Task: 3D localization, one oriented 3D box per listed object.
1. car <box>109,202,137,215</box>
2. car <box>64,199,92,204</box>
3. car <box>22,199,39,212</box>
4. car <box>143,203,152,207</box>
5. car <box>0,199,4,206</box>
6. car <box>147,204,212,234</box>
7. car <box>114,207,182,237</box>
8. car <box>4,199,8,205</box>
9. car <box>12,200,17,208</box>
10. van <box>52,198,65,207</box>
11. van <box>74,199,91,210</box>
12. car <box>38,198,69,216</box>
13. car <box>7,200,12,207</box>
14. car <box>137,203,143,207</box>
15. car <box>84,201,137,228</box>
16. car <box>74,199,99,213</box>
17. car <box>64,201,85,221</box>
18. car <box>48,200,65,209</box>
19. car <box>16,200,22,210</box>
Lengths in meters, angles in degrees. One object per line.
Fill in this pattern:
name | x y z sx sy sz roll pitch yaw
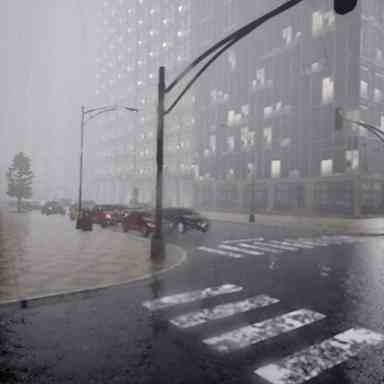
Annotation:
car | -8.925 2.093 42.659 1.752 1.417 4.829 1 -1 -35
car | -12.388 1.896 37.551 2.128 1.511 4.902 2 -2 -35
car | -22.212 2.021 47.024 2.008 1.369 4.403 1 -1 -35
car | -5.566 1.951 37.866 1.967 1.590 4.097 1 -1 -35
car | -41.776 2.352 74.954 2.008 1.369 4.403 1 -1 -35
car | -0.701 1.712 20.842 1.837 1.490 4.892 2 -2 -33
car | -2.648 1.722 19.094 1.802 1.307 4.206 1 -1 -35
car | -35.255 2.273 65.644 1.802 1.307 4.206 1 -1 -35
car | -28.733 2.125 56.335 1.887 1.381 4.507 1 -1 -35
van | -28.390 2.238 70.453 1.690 1.788 3.998 1 -1 -35
van | -18.608 2.073 56.488 1.690 1.788 3.998 1 -1 -35
car | -15.690 1.800 37.717 1.967 1.590 4.097 1 -1 -35
car | -31.994 2.186 60.989 2.008 1.369 4.403 1 -1 -35
car | -6.468 1.809 29.078 1.837 1.490 4.892 2 -2 -35
car | -5.908 1.635 23.752 1.967 1.590 4.097 1 -1 -35
car | -14.871 1.923 46.654 2.097 1.767 4.553 2 -1 -35
car | -9.072 1.774 28.266 1.752 1.417 4.829 1 -1 -35
car | -24.795 2.262 60.809 1.812 1.442 4.674 2 -2 -34
car | -25.473 2.091 51.679 1.947 1.339 4.313 1 -1 -35
